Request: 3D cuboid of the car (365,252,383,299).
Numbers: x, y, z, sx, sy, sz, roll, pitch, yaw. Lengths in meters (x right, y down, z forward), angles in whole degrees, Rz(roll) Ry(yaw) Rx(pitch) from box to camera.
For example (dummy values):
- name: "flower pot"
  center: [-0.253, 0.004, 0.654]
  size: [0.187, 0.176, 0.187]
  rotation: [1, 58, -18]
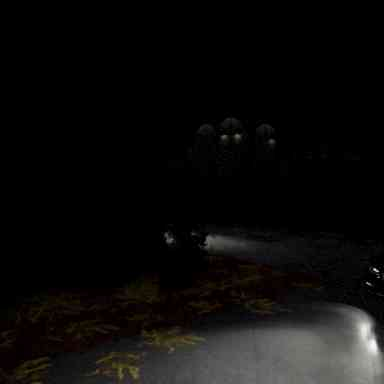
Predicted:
- name: "car"
  center: [5.819, 1.574, 7.521]
  size: [4.902, 1.511, 2.128]
  rotation: [1, 0, -35]
